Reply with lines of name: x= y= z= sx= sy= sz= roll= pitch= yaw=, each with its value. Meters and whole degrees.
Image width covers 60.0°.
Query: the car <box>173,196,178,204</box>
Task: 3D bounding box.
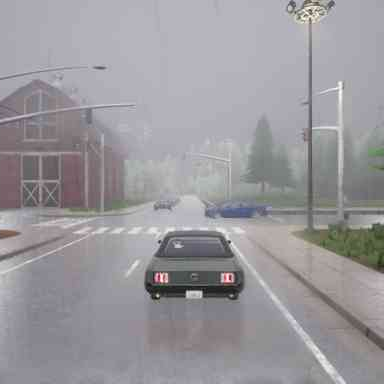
car: x=-3.611 y=1.505 z=52.171 sx=1.837 sy=1.490 sz=4.892 roll=0 pitch=0 yaw=0

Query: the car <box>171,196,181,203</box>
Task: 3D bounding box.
car: x=-3.526 y=1.590 z=72.551 sx=1.895 sy=1.301 sz=4.718 roll=0 pitch=0 yaw=0

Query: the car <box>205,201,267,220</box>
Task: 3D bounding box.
car: x=3.546 y=1.458 z=26.922 sx=5.008 sy=1.535 sz=1.882 roll=0 pitch=0 yaw=-1

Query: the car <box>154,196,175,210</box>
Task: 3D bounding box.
car: x=-3.614 y=1.564 z=42.150 sx=1.994 sy=1.385 sz=4.181 roll=0 pitch=0 yaw=0

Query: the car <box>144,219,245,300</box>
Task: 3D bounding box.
car: x=0.063 y=1.601 z=8.339 sx=1.895 sy=1.301 sz=4.718 roll=0 pitch=0 yaw=0

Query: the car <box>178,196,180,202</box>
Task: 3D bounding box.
car: x=-3.584 y=1.505 z=62.244 sx=1.837 sy=1.490 sz=4.892 roll=0 pitch=0 yaw=0
